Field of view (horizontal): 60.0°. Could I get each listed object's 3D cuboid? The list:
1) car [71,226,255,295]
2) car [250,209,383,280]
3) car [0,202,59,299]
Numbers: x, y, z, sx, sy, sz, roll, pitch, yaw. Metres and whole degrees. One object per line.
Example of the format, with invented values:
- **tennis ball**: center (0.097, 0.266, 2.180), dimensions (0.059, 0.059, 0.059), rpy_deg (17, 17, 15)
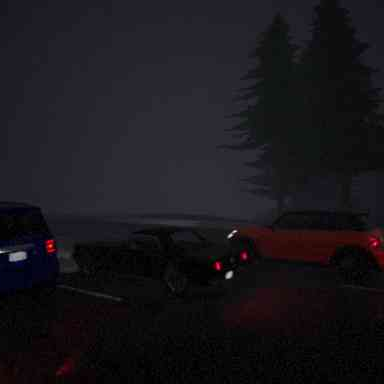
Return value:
- **car**: center (-1.014, 1.588, 8.703), dimensions (4.718, 1.301, 1.895), rpy_deg (0, 0, 34)
- **car**: center (3.238, 1.298, 9.961), dimensions (4.553, 1.767, 2.097), rpy_deg (0, 0, 35)
- **car**: center (-5.316, 1.251, 7.358), dimensions (5.566, 2.045, 2.150), rpy_deg (0, 0, 33)
